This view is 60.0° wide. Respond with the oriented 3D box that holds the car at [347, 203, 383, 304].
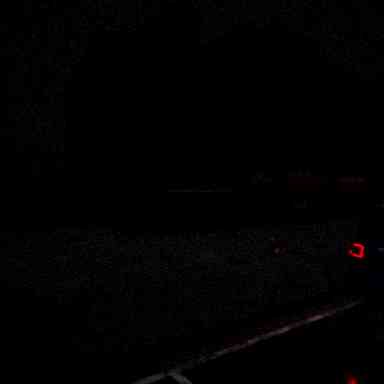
[{"bbox_3d":[5.469,1.209,6.852,5.566,2.045,2.150,0,0,-36],"label":"car"}]
